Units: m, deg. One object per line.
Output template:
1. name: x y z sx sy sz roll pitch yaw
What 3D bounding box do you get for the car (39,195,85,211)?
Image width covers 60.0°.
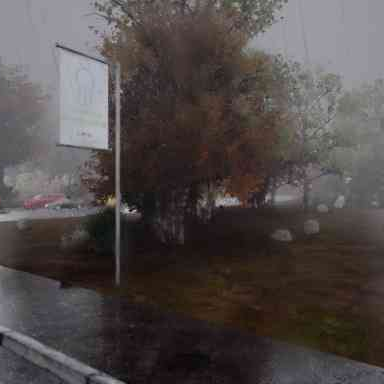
1. car: -15.421 1.480 40.535 2.128 1.511 4.902 0 0 38

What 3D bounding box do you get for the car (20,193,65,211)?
1. car: -18.608 1.211 42.143 2.150 2.045 5.566 0 0 38

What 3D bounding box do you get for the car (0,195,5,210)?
1. car: -21.604 1.221 32.786 2.150 2.045 5.566 0 0 39

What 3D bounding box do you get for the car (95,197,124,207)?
1. car: -12.309 1.434 50.188 1.882 1.535 5.008 0 0 38
